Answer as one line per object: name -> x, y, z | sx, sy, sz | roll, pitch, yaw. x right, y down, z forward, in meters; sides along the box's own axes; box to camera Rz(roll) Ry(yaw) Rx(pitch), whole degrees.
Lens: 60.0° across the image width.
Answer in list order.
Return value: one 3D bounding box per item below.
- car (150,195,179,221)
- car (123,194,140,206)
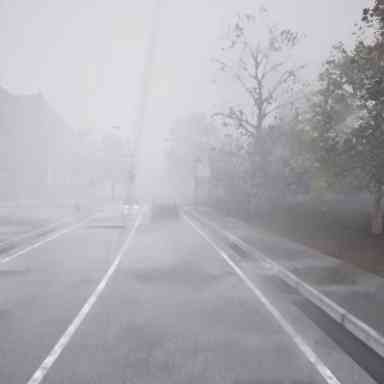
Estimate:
car -> -1.989, 1.208, 24.157 | 1.882, 1.535, 5.008 | 0, 1, -6
car -> -7.852, 1.012, 43.269 | 1.994, 1.385, 4.181 | 0, 1, -6
